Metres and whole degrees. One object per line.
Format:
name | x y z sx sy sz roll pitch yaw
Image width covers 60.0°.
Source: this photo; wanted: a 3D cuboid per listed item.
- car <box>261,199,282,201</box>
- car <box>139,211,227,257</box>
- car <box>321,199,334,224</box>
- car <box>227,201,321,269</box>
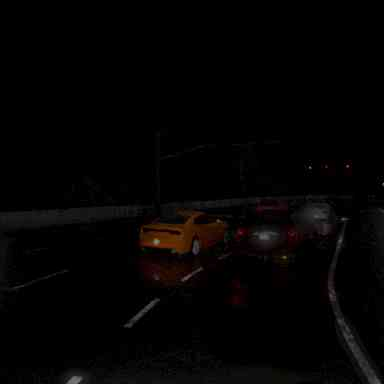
car | 6.478 1.363 26.570 2.097 1.767 4.553 0 0 26
car | -0.079 1.482 13.112 1.882 1.535 5.008 0 0 26
car | 9.637 1.530 25.064 1.812 1.442 4.674 0 0 26
car | 3.054 1.363 11.552 2.097 1.767 4.553 0 0 26
